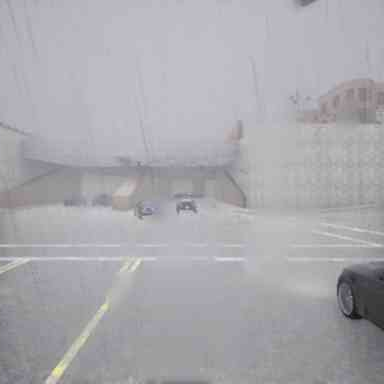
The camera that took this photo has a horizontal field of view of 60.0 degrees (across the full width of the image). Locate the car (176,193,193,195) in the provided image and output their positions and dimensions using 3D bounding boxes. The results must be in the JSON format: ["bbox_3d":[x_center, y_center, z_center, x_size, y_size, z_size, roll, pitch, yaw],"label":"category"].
[{"bbox_3d":[-1.542,0.857,69.921,1.882,1.535,5.008,0,1,5],"label":"car"}]

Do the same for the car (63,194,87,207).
[{"bbox_3d":[-15.048,1.100,42.903,1.882,1.535,5.008,0,1,-1],"label":"car"}]

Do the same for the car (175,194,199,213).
[{"bbox_3d":[-0.550,1.233,32.890,1.812,1.442,4.674,0,1,-2],"label":"car"}]

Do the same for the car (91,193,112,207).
[{"bbox_3d":[-11.545,1.127,42.813,1.837,1.490,4.892,0,1,-1],"label":"car"}]

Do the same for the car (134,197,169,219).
[{"bbox_3d":[-3.504,1.311,26.586,2.033,1.411,5.357,0,1,-15],"label":"car"}]

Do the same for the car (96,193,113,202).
[{"bbox_3d":[-15.473,0.980,59.189,1.837,1.490,4.892,0,1,-1],"label":"car"}]

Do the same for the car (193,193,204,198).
[{"bbox_3d":[1.133,0.882,80.056,1.895,1.301,4.718,0,1,28],"label":"car"}]

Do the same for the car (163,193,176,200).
[{"bbox_3d":[-5.024,0.900,70.237,1.812,1.442,4.674,0,1,5],"label":"car"}]

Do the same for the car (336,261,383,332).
[{"bbox_3d":[3.567,1.486,4.238,1.812,1.442,4.674,0,1,0],"label":"car"}]

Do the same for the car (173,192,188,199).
[{"bbox_3d":[-2.741,0.821,79.901,1.994,1.385,4.181,0,1,24],"label":"car"}]
